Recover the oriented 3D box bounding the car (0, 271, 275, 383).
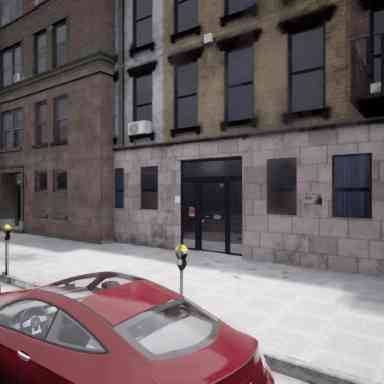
[{"bbox_3d":[-1.213,1.582,3.684,4.206,1.307,1.802,0,0,36],"label":"car"}]
